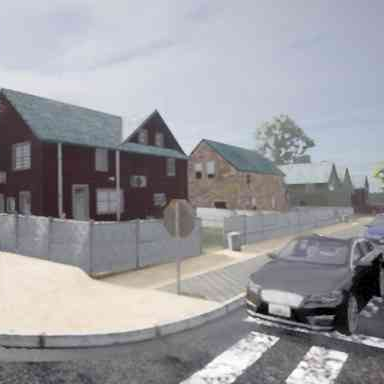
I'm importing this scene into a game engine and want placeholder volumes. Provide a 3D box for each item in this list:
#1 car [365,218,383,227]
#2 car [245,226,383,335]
[{"bbox_3d":[10.134,2.064,17.183,1.812,1.442,4.674,-2,-3,35],"label":"car"},{"bbox_3d":[2.944,1.731,7.387,2.128,1.511,4.902,-2,-3,38],"label":"car"}]
